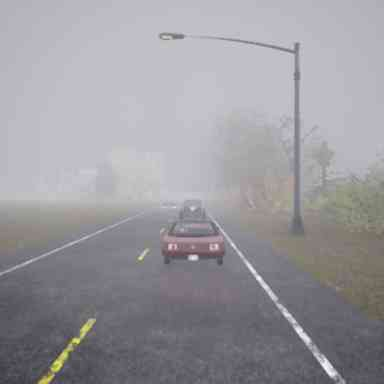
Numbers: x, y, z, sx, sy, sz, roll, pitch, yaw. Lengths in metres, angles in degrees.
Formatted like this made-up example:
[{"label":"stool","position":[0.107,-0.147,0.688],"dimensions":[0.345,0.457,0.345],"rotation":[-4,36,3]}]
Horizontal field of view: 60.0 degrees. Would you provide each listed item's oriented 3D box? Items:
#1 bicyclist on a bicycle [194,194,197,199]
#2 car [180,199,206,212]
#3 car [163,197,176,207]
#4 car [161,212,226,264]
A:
[{"label":"bicyclist on a bicycle","position":[0.946,1.453,90.455],"dimensions":[0.866,1.612,1.509],"rotation":[0,0,0]},{"label":"car","position":[0.066,1.365,27.945],"dimensions":[2.097,1.767,4.553],"rotation":[0,0,0]},{"label":"car","position":[-3.574,1.545,52.800],"dimensions":[1.812,1.442,4.674],"rotation":[0,0,0]},{"label":"car","position":[0.060,1.609,11.802],"dimensions":[1.895,1.301,4.718],"rotation":[0,0,0]}]
